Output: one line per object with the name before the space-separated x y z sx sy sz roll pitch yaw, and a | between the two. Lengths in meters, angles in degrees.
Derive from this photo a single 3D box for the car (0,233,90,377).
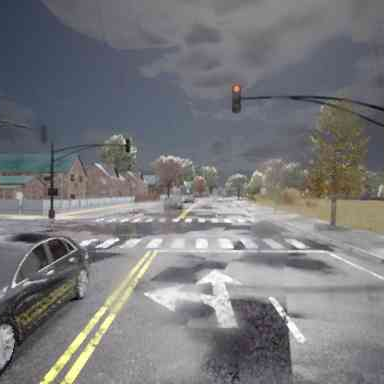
car | -3.193 1.534 5.531 1.837 1.490 4.892 0 0 1

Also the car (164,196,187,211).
car | -2.135 1.371 40.087 2.097 1.767 4.553 0 0 3

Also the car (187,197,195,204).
car | -0.476 1.620 66.180 2.033 1.411 5.357 0 0 5
